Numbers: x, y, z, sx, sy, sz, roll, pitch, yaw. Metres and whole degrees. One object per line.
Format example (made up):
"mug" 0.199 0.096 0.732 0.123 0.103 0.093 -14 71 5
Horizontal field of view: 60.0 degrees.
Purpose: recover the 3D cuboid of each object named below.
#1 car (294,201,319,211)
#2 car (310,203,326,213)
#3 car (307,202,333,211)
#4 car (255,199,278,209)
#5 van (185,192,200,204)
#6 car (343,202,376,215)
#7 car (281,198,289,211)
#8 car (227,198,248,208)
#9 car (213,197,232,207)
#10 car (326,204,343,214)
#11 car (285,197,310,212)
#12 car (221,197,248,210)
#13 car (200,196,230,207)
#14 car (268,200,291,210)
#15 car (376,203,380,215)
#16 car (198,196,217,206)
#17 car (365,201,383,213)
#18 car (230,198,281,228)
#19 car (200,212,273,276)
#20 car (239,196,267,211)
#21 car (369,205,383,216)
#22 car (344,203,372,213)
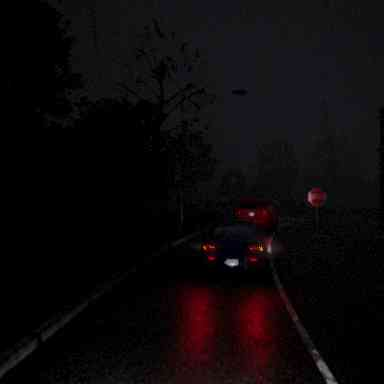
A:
"car" 21.654 2.644 63.111 2.097 1.535 5.008 3 -1 -13
"car" 16.642 2.247 48.526 2.231 1.521 4.892 3 -1 -13
"car" 24.494 2.776 63.768 2.231 1.521 4.892 3 -1 -13
"car" 13.597 2.214 61.444 1.946 1.575 5.366 4 -1 -13
"van" 0.112 1.084 58.004 1.878 1.987 4.442 4 0 -13
"car" 24.788 2.552 50.384 2.185 1.767 4.553 3 -1 -13
"car" 11.212 1.905 47.271 2.097 1.535 5.008 4 -1 -13
"car" 8.196 1.905 60.034 2.163 1.488 4.792 4 -1 -13
"car" 5.370 1.723 59.353 2.002 1.452 4.674 4 -1 -13
"car" 19.349 2.431 49.129 2.163 1.488 4.792 3 -1 -13
"car" 13.936 1.829 47.935 2.435 2.045 5.566 4 -1 -13
"car" 5.792 1.559 46.053 2.163 1.488 4.792 4 -1 -13
"car" 3.100 1.367 45.370 2.163 1.488 4.792 4 -1 -13
"car" 16.227 2.396 61.832 2.163 1.488 4.792 3 -1 -13
"car" 27.494 2.832 51.013 2.163 1.488 4.792 3 0 -13
"car" 2.663 1.531 58.727 2.002 1.452 4.674 4 -1 -13
"car" 37.943 3.019 66.913 2.435 2.045 5.566 2 0 -13
"car" 4.256 1.408 21.493 2.150 2.045 5.566 0 -1 19
"car" 1.343 1.569 10.445 1.812 1.442 4.674 0 0 9
"car" 8.510 1.596 46.683 2.185 1.767 4.553 4 -1 -13
"car" 30.195 2.949 51.697 2.163 1.488 4.792 2 0 -13
"car" 32.552 3.093 65.447 1.946 1.575 5.366 2 0 -13
